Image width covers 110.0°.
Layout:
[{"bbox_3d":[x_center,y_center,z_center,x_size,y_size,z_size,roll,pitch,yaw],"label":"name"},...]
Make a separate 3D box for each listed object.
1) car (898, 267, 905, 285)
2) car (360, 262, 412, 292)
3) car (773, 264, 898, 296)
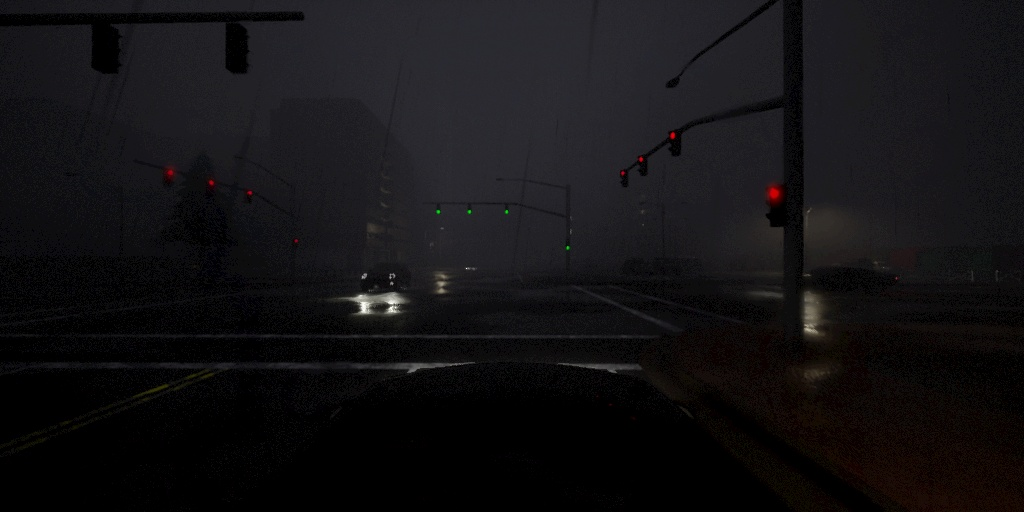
[{"bbox_3d":[21.633,1.418,23.195,5.357,1.411,2.033,0,0,1],"label":"car"},{"bbox_3d":[-7.763,1.169,22.529,2.097,1.767,4.553,0,0,-2],"label":"car"},{"bbox_3d":[17.675,1.356,19.766,4.892,1.490,1.837,0,0,1],"label":"car"}]
